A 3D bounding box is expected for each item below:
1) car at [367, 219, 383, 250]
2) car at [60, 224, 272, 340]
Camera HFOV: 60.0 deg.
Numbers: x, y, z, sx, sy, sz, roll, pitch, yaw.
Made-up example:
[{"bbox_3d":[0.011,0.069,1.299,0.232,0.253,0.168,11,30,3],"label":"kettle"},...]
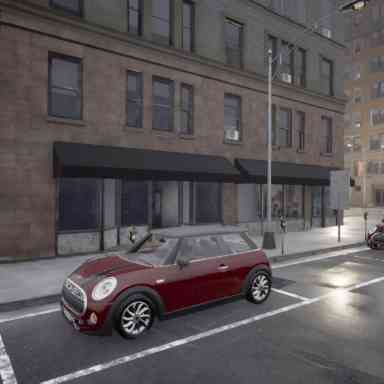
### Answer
[{"bbox_3d":[8.561,1.445,12.898,4.097,1.590,1.967,0,0,-36],"label":"car"},{"bbox_3d":[-0.370,1.441,6.500,4.097,1.590,1.967,0,0,-36],"label":"car"}]
